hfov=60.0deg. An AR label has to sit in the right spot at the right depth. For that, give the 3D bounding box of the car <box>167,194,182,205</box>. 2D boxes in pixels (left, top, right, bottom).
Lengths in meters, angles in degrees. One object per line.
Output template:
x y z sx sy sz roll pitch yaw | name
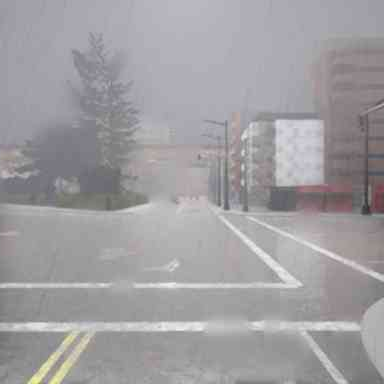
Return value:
-3.361 1.491 59.875 1.882 1.535 5.008 0 0 1 | car
